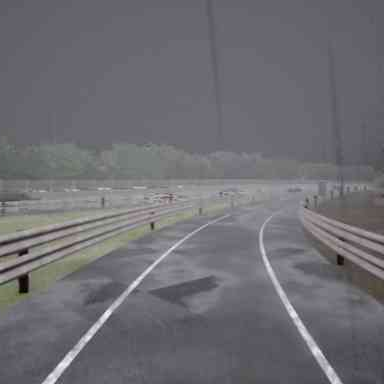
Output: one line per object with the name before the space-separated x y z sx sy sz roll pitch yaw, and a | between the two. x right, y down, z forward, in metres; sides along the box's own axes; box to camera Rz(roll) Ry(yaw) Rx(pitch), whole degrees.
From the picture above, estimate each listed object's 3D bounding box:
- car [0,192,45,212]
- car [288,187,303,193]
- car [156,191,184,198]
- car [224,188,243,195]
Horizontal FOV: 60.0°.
car | -19.233 1.003 36.666 5.566 2.045 2.150 -2 3 -44
car | 24.243 -0.522 78.277 4.674 1.442 1.812 -2 3 -44
car | -3.385 0.592 51.840 4.902 1.511 2.128 -3 4 -44
car | 8.156 -0.057 62.877 4.553 1.767 2.097 -2 3 -44
